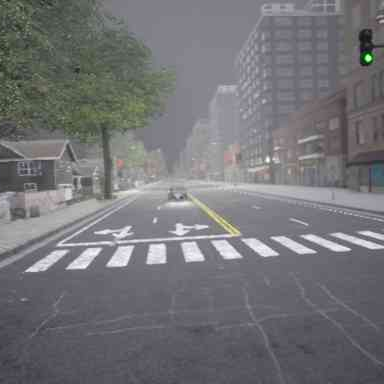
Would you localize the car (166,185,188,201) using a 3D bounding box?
[{"bbox_3d":[-1.495,0.065,33.113,2.128,1.511,4.902,-3,4,-4],"label":"car"}]
